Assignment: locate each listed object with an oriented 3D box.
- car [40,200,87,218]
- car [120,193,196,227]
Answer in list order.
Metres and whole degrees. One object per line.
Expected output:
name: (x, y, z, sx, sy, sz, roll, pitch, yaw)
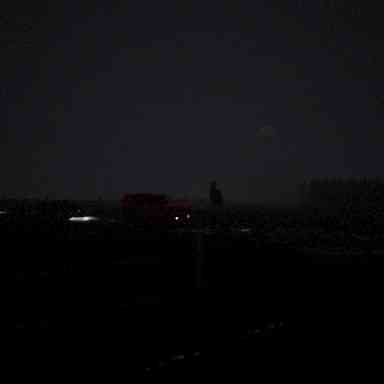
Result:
car: (-10.869, 1.364, 28.108, 4.181, 1.385, 1.994, 1, 0, 32)
car: (-2.420, 1.128, 22.311, 5.566, 2.045, 2.150, 1, 0, 36)
